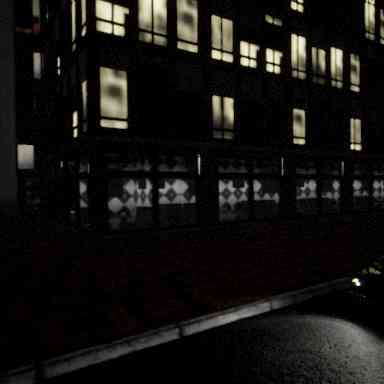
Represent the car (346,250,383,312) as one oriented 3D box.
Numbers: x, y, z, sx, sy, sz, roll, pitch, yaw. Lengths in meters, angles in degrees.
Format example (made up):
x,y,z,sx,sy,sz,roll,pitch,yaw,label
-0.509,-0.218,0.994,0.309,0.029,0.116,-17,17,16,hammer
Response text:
x,y,z,sx,sy,sz,roll,pitch,yaw,label
5.400,1.471,6.682,5.357,1.411,2.033,-1,0,-33,car
